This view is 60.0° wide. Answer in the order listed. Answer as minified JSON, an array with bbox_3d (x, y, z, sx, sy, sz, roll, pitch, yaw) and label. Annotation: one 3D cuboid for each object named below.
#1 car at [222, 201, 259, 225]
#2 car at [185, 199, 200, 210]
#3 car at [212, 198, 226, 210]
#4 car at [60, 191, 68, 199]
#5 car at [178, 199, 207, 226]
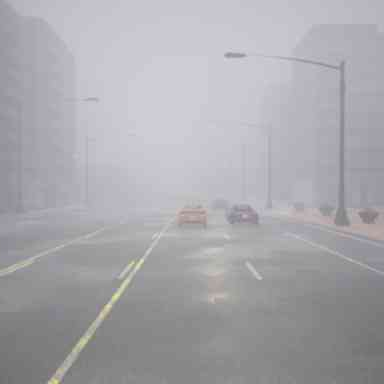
[{"bbox_3d":[3.553,1.567,24.164,1.994,1.385,4.181,0,0,0],"label":"car"},{"bbox_3d":[0.084,1.565,42.913,1.895,1.301,4.718,0,1,0],"label":"car"},{"bbox_3d":[3.585,1.517,42.386,2.033,1.411,5.357,0,0,0],"label":"car"},{"bbox_3d":[-25.991,0.576,65.813,1.970,1.475,3.806,0,2,0],"label":"car"},{"bbox_3d":[0.052,1.480,23.252,1.882,1.535,5.008,0,0,0],"label":"car"}]
